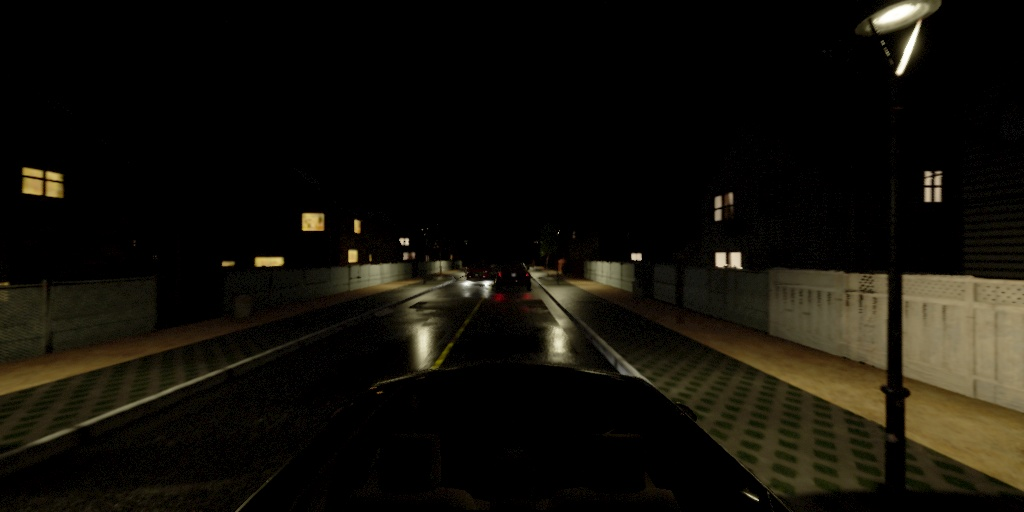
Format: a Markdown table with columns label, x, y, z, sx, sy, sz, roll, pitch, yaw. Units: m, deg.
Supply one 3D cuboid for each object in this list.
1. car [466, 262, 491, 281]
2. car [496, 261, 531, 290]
| label | x | y | z | sx | sy | sz | roll | pitch | yaw |
| --- | --- | --- | --- | --- | --- | --- | --- | --- | --- |
| car | -2.843 | 1.271 | 31.355 | 1.882 | 1.535 | 5.008 | 0 | 0 | 0 |
| car | 0.102 | 1.125 | 22.869 | 2.097 | 1.767 | 4.553 | 0 | 0 | 0 |
